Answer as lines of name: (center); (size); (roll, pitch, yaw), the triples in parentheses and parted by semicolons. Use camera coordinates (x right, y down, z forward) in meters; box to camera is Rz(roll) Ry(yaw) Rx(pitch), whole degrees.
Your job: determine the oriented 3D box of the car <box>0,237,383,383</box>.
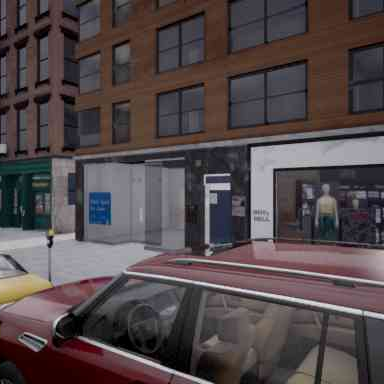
car: (0.347, 1.315, 2.564); (5.009, 1.841, 2.192); (0, 0, 36)
